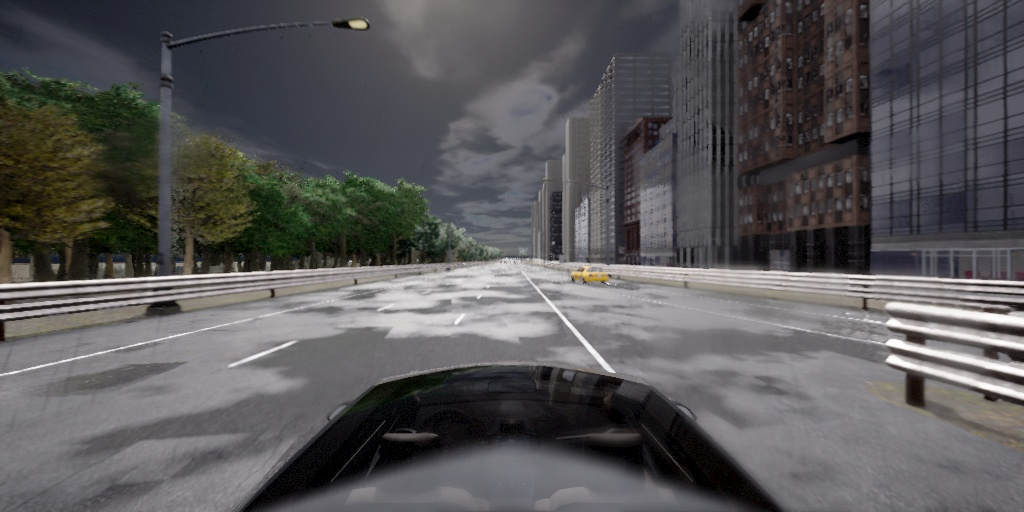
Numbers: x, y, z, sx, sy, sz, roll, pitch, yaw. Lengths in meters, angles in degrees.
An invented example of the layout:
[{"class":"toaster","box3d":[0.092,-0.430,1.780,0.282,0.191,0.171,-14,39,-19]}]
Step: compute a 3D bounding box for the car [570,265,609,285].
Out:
[{"class":"car","box3d":[6.382,1.536,30.276,1.801,1.575,5.366,0,-1,-9]}]
